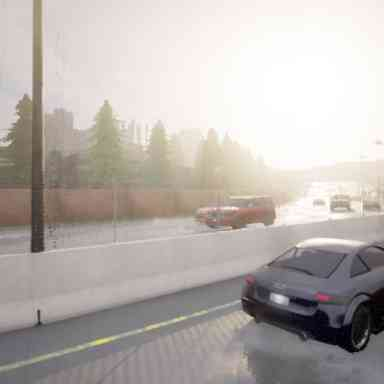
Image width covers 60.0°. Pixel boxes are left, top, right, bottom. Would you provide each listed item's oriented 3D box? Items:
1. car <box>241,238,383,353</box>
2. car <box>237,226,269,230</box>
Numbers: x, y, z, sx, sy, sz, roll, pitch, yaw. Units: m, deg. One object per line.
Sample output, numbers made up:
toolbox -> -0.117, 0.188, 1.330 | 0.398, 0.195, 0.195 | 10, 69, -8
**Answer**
car -> 2.870, 1.577, 6.263 | 4.181, 1.385, 1.994 | 0, 0, -39
car -> 3.248, 1.279, 20.983 | 2.150, 2.045, 5.566 | 0, 0, 44
